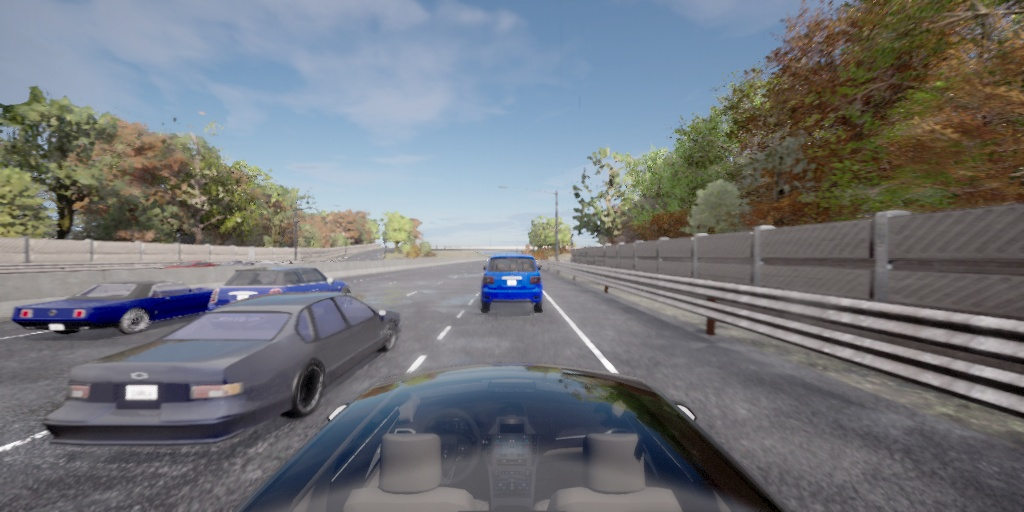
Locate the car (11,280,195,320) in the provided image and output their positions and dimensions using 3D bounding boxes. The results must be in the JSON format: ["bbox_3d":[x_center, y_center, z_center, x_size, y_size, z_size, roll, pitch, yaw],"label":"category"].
[{"bbox_3d":[-10.401,1.339,10.417,1.895,1.301,4.718,0,0,0],"label":"car"}]

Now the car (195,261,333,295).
[{"bbox_3d":[-6.902,1.089,11.331,2.097,1.767,4.553,0,0,0],"label":"car"}]

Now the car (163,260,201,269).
[{"bbox_3d":[-31.548,1.209,35.436,1.882,1.535,5.008,0,0,1],"label":"car"}]

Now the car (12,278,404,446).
[{"bbox_3d":[-3.400,1.291,5.800,2.033,1.411,5.357,0,0,0],"label":"car"}]

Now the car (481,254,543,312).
[{"bbox_3d":[-0.003,0.957,14.246,2.150,2.045,5.566,0,0,0],"label":"car"}]
